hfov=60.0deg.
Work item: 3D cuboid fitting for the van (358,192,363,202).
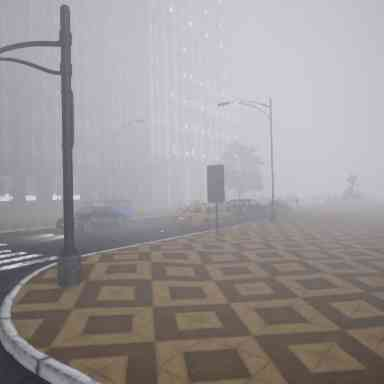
[{"bbox_3d":[29.203,0.904,60.251,1.690,1.788,3.998,-2,-1,35],"label":"van"}]

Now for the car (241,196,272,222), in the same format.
[{"bbox_3d":[3.836,1.206,23.476,1.967,1.590,4.097,-2,-1,35],"label":"car"}]

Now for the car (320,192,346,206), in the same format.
[{"bbox_3d":[19.772,1.159,46.611,1.752,1.417,4.829,-2,-1,35],"label":"car"}]

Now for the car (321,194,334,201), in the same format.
[{"bbox_3d":[32.054,1.271,78.629,1.887,1.381,4.507,-2,-1,35],"label":"car"}]

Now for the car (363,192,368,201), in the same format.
[{"bbox_3d":[32.387,0.980,64.840,1.967,1.590,4.097,-2,-1,35],"label":"car"}]

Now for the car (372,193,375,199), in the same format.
[{"bbox_3d":[38.781,1.060,73.998,1.947,1.339,4.313,-2,-1,35],"label":"car"}]

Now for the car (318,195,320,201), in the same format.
[{"bbox_3d":[25.711,1.314,69.413,1.887,1.381,4.507,-2,-1,35],"label":"car"}]

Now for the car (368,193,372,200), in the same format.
[{"bbox_3d":[35.572,0.832,69.426,2.192,1.841,5.009,-2,-1,35],"label":"car"}]

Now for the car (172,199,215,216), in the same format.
[{"bbox_3d":[0.245,1.492,32.407,1.752,1.417,4.829,-2,-1,35],"label":"car"}]

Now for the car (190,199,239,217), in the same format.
[{"bbox_3d":[2.178,1.442,30.619,2.033,1.411,5.357,-2,-1,35],"label":"car"}]

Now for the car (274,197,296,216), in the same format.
[{"bbox_3d":[7.004,1.320,28.076,1.802,1.307,4.206,-2,-1,35],"label":"car"}]

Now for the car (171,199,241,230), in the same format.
[{"bbox_3d":[0.768,1.318,19.015,1.752,1.417,4.829,-2,-1,35],"label":"car"}]

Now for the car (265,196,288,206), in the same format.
[{"bbox_3d":[13.026,1.407,50.979,1.887,1.381,4.507,-2,-1,35],"label":"car"}]

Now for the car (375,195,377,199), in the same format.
[{"bbox_3d":[42.042,0.998,78.740,1.752,1.417,4.829,-2,-1,35],"label":"car"}]

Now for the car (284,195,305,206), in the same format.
[{"bbox_3d":[13.955,1.291,47.563,2.128,1.511,4.902,-2,-1,35],"label":"car"}]

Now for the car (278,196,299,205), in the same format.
[{"bbox_3d":[16.197,1.389,55.588,2.008,1.369,4.403,-2,-1,35],"label":"car"}]

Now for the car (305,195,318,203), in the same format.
[{"bbox_3d":[22.537,1.232,64.806,1.967,1.590,4.097,-2,-1,35],"label":"car"}]

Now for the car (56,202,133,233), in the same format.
[{"bbox_3d":[-5.657,1.528,19.234,1.994,1.385,4.181,-2,-1,35],"label":"car"}]

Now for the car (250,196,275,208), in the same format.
[{"bbox_3d":[9.853,1.328,46.372,1.967,1.590,4.097,-2,-1,35],"label":"car"}]

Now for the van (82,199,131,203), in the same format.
[{"bbox_3d":[-6.004,1.363,23.332,1.690,1.788,3.998,-2,-1,35],"label":"van"}]

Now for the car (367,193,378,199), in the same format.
[{"bbox_3d":[45.112,1.004,83.199,2.008,1.369,4.403,-2,-1,35],"label":"car"}]

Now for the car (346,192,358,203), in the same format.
[{"bbox_3d":[26.012,1.027,55.669,1.967,1.590,4.097,-2,-1,35],"label":"car"}]
